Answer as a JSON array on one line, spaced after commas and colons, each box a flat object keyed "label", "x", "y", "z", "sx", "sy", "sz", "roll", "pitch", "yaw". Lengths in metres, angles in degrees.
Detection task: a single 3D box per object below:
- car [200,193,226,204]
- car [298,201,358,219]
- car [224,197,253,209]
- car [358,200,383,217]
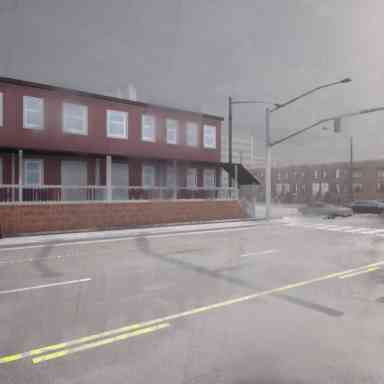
[{"label": "car", "x": 4.017, "y": 1.137, "z": 64.867, "sx": 2.150, "sy": 2.045, "sz": 5.566, "roll": 0, "pitch": 0, "yaw": -36}, {"label": "car", "x": 11.623, "y": 1.589, "z": 29.125, "sx": 1.895, "sy": 1.301, "sz": 4.718, "roll": 0, "pitch": 0, "yaw": -26}, {"label": "car", "x": 6.058, "y": 1.455, "z": 43.898, "sx": 1.837, "sy": 1.490, "sz": 4.892, "roll": 0, "pitch": 0, "yaw": -36}, {"label": "car", "x": 16.437, "y": 1.493, "z": 30.457, "sx": 2.128, "sy": 1.511, "sz": 4.902, "roll": 0, "pitch": 0, "yaw": -44}]
